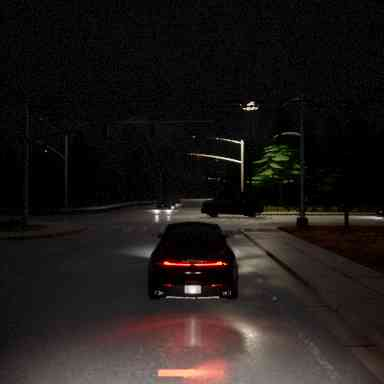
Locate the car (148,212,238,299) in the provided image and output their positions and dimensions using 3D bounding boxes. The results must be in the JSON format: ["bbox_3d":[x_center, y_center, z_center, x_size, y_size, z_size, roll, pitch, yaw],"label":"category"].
[{"bbox_3d":[0.031,1.501,8.416,1.837,1.490,4.892,0,0,0],"label":"car"}]

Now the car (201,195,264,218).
[{"bbox_3d":[3.588,1.243,29.757,5.566,2.045,2.150,0,0,1],"label":"car"}]

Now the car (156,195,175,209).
[{"bbox_3d":[-3.683,1.505,44.355,1.837,1.490,4.892,0,0,0],"label":"car"}]

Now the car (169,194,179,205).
[{"bbox_3d":[-3.686,1.547,54.802,2.033,1.411,5.357,0,0,0],"label":"car"}]

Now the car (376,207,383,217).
[{"bbox_3d":[18.777,1.590,29.511,4.181,1.385,1.994,0,0,1],"label":"car"}]

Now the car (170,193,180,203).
[{"bbox_3d":[-3.560,1.221,65.434,2.150,2.045,5.566,0,0,1],"label":"car"}]
